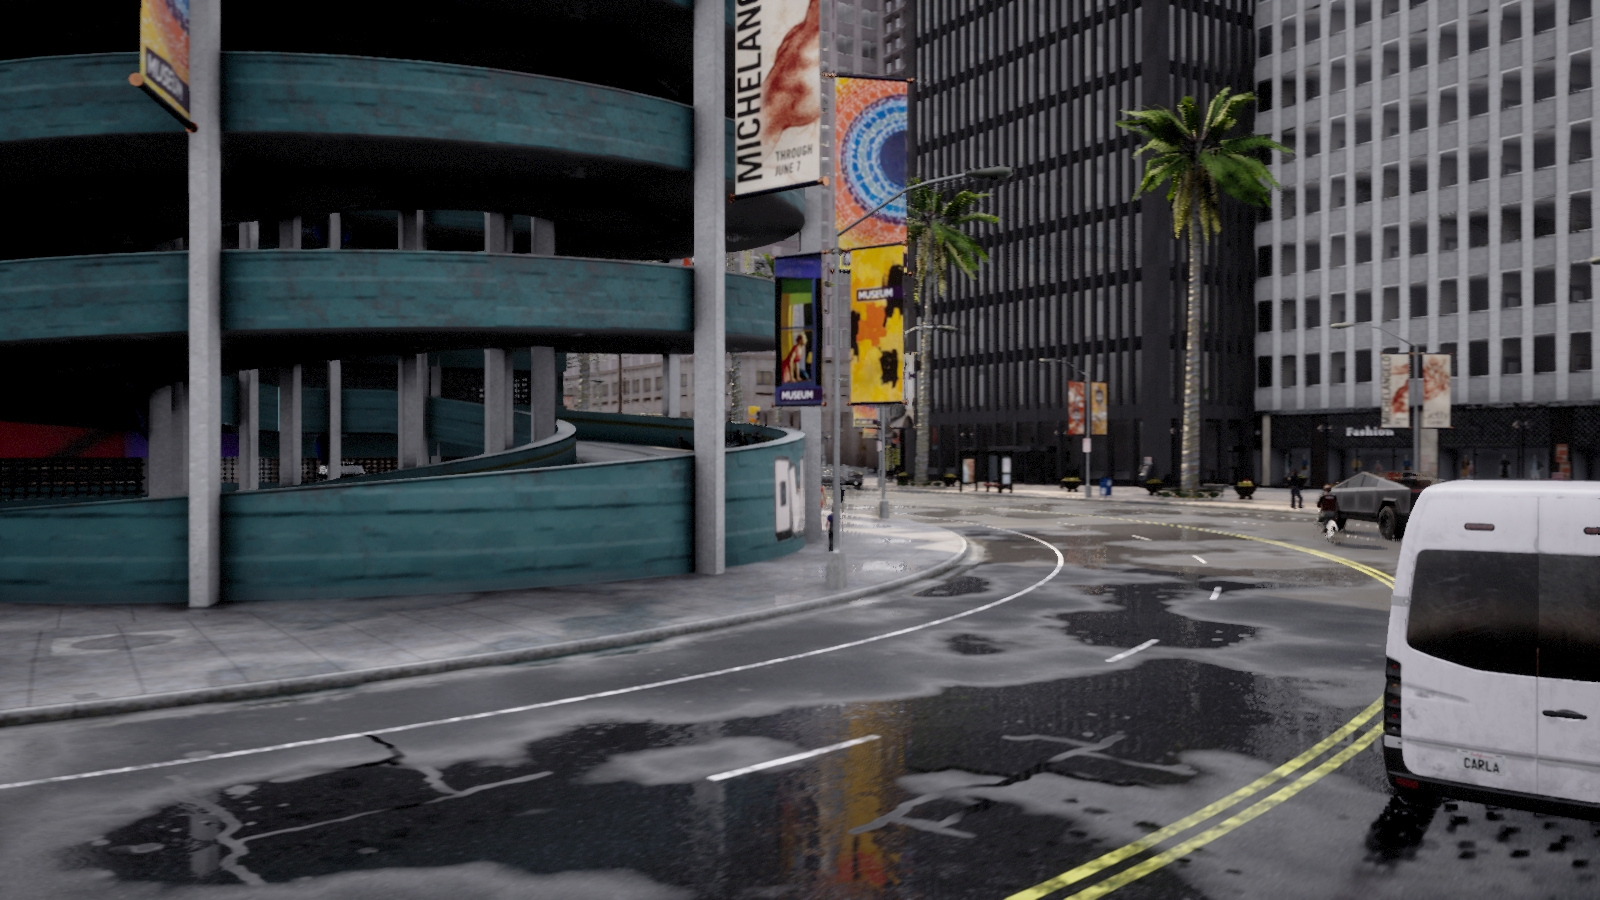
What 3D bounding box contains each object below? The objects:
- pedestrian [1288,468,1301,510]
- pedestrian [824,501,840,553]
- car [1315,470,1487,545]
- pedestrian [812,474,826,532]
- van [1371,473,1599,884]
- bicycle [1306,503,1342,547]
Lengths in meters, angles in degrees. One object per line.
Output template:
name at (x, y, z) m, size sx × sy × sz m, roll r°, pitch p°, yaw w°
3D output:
pedestrian at (21.934, 1.718, 50.636) m, size 0.375 × 1.860 × 0.375 m, roll 0°, pitch 0°, yaw -15°
pedestrian at (0.839, 1.994, 29.630) m, size 0.375 × 1.300 × 0.375 m, roll 0°, pitch 0°, yaw 9°
car at (19.253, 1.767, 37.049) m, size 2.390 × 2.098 × 6.274 m, roll 0°, pitch 0°, yaw 1°
pedestrian at (0.617, 1.719, 37.072) m, size 0.375 × 1.860 × 0.375 m, roll 0°, pitch 0°, yaw -19°
van at (6.653, 1.537, 10.019) m, size 1.988 × 2.561 × 5.915 m, roll 0°, pitch 0°, yaw 36°
bicycle at (15.661, 2.223, 34.165) m, size 0.329 × 1.171 × 1.835 m, roll 0°, pitch 0°, yaw 4°
